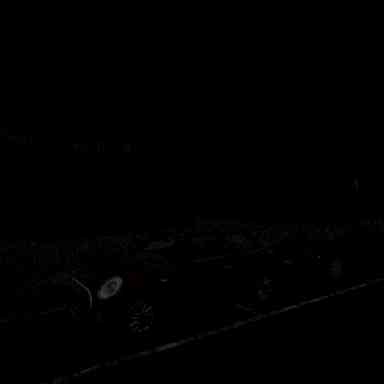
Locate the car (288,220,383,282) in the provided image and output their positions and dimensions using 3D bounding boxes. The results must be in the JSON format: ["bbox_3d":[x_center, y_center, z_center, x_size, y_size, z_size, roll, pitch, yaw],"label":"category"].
[{"bbox_3d":[4.294,1.545,9.790,4.507,1.381,1.887,0,1,-35],"label":"car"}]

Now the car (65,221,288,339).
[{"bbox_3d":[-0.293,1.440,6.534,4.097,1.590,1.967,0,1,-35],"label":"car"}]
